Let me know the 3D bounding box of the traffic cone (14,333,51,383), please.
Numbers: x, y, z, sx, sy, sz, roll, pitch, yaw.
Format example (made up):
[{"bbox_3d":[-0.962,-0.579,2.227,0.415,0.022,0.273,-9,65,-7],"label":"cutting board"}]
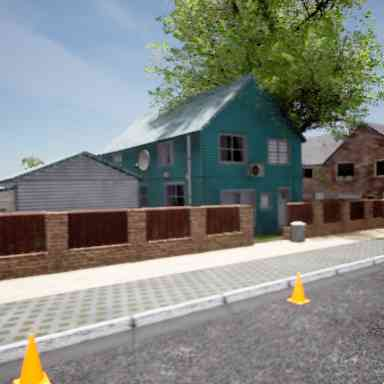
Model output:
[{"bbox_3d":[-1.879,1.956,3.909,0.340,0.580,0.340,0,0,-36],"label":"traffic cone"}]

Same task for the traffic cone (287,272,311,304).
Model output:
[{"bbox_3d":[2.191,1.936,6.816,0.340,0.580,0.340,0,0,-36],"label":"traffic cone"}]
